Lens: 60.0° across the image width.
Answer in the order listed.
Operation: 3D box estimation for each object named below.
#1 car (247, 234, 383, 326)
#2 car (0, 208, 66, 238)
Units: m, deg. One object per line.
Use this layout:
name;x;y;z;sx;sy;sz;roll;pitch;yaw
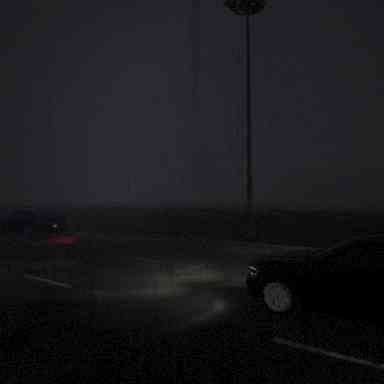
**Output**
car;3.400;1.483;5.869;5.008;1.535;1.882;-1;0;36
car;-9.353;1.679;19.264;5.008;1.535;1.882;-1;0;35
